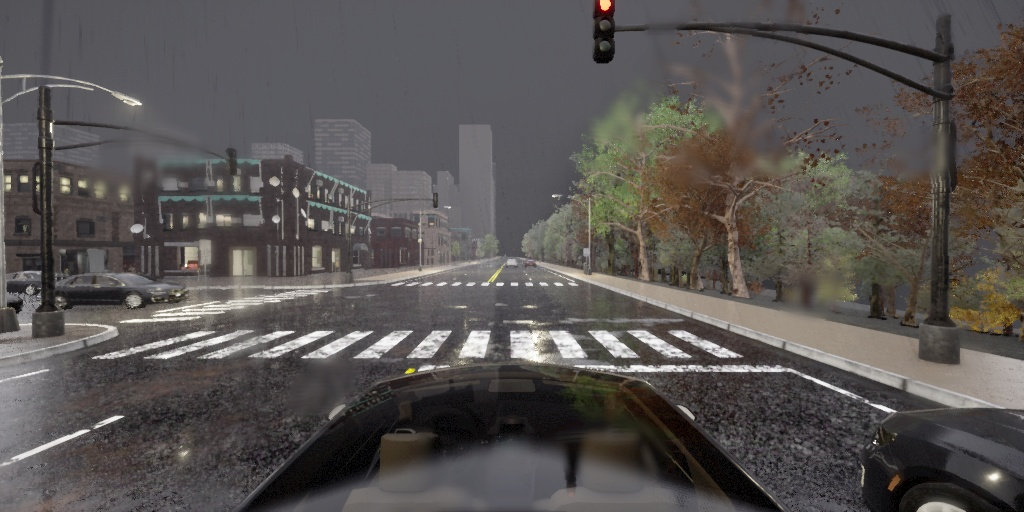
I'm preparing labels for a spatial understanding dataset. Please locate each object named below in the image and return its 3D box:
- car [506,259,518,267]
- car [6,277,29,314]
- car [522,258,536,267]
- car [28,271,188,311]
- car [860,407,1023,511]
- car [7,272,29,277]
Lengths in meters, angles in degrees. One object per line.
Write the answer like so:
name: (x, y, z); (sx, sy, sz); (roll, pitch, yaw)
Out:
car: (-0.029, 1.252, 63.289); (1.812, 1.442, 4.674); (0, 0, 0)
car: (-19.969, 1.565, 12.459); (4.313, 1.339, 1.948); (0, 0, 0)
car: (3.224, 1.252, 63.392); (1.812, 1.442, 4.674); (0, 0, 0)
car: (-16.697, 1.438, 15.242); (4.892, 1.490, 1.837); (-1, 1, -2)
car: (3.352, 1.255, 0.459); (1.837, 1.490, 4.892); (0, 0, 0)
car: (-28.320, 1.560, 20.954); (4.403, 1.370, 2.007); (0, 0, 0)
